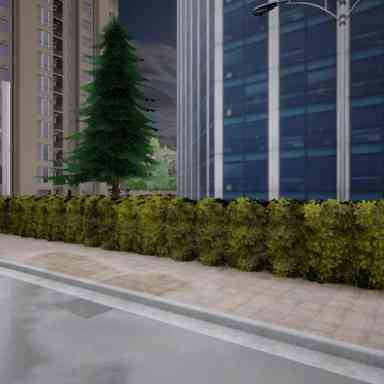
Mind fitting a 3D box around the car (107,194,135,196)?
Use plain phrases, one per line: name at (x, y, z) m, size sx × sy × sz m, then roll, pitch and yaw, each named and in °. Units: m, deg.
car at (-7.324, 1.221, 37.139) m, size 2.150 × 2.045 × 5.566 m, roll 0°, pitch 0°, yaw 36°
